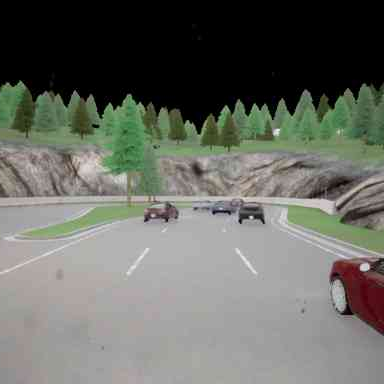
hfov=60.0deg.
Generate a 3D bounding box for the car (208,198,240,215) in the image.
[{"bbox_3d":[3.333,1.564,34.062,1.994,1.385,4.181,0,0,15],"label":"car"}]

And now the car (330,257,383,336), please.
[{"bbox_3d":[3.600,1.478,4.470,1.882,1.535,5.008,0,0,0],"label":"car"}]

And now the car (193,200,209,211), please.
[{"bbox_3d":[1.578,1.601,40.925,1.895,1.301,4.718,0,0,15],"label":"car"}]

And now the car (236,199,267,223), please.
[{"bbox_3d":[4.643,1.504,25.537,1.837,1.490,4.892,0,0,12],"label":"car"}]

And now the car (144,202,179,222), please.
[{"bbox_3d":[-2.337,1.526,26.088,1.812,1.442,4.674,0,0,11],"label":"car"}]

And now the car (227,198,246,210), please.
[{"bbox_3d":[5.951,1.547,43.833,2.033,1.411,5.357,0,0,13],"label":"car"}]
